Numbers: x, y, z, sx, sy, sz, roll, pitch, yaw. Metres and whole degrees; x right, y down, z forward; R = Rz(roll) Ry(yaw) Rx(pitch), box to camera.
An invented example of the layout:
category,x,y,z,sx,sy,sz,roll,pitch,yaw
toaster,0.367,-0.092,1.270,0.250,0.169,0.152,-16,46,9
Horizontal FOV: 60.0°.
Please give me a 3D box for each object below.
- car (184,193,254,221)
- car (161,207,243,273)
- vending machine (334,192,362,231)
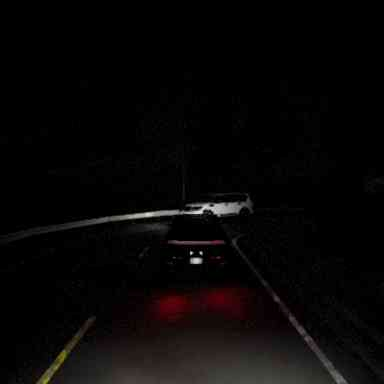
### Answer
category,x,y,z,sx,sy,sz,roll,pitch,yaw
car,1.913,1.076,23.755,5.566,2.045,2.150,0,0,-33
car,0.145,1.433,10.448,2.128,1.511,4.902,0,0,1
vending machine,8.886,1.075,18.975,0.880,2.100,1.100,0,0,-19
